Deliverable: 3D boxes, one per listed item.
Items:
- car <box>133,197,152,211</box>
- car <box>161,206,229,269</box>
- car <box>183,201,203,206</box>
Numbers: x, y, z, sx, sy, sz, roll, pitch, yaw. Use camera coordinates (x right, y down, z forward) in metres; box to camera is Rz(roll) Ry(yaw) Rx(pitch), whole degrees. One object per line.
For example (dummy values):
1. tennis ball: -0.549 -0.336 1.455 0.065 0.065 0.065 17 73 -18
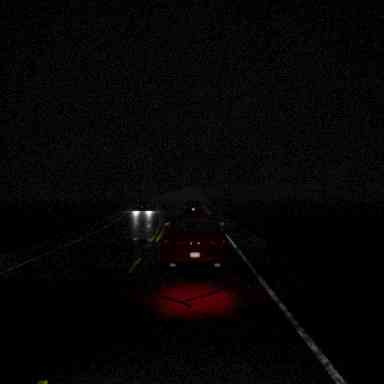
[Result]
1. car: -5.841 1.420 39.621 1.837 1.490 4.892 0 0 -6
2. car: 0.091 1.459 11.086 1.882 1.535 5.008 0 0 0
3. car: 0.116 1.507 31.607 1.994 1.385 4.181 0 0 0
